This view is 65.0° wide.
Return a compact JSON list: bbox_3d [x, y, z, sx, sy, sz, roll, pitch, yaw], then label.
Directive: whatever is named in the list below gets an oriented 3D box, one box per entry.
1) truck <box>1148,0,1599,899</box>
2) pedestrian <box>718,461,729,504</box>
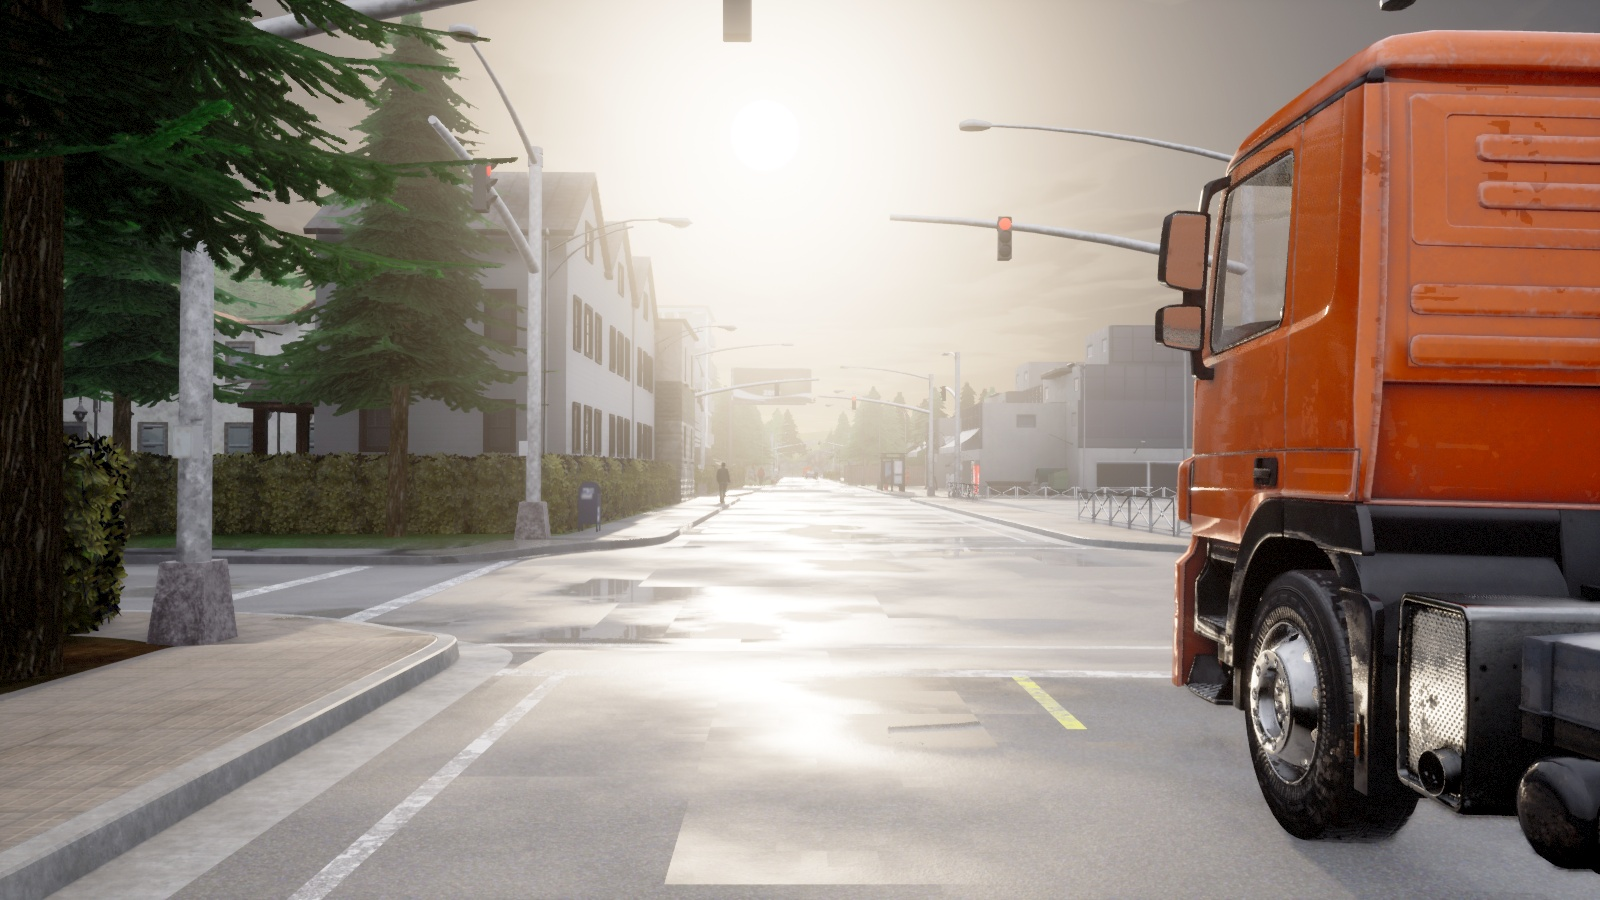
[{"bbox_3d":[3.468,-0.063,3.129,2.891,3.462,7.936,1,0,0],"label":"truck"},{"bbox_3d":[-3.307,1.394,54.300,0.431,1.840,0.703,0,-1,0],"label":"pedestrian"}]
